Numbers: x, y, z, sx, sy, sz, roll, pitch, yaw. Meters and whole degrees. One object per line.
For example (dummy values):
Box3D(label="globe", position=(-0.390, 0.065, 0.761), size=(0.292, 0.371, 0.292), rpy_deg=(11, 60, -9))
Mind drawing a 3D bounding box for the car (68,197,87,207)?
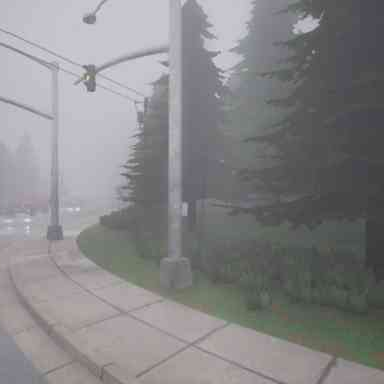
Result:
Box3D(label="car", position=(-17.292, 1.492, 50.338), size=(2.128, 1.511, 4.902), rpy_deg=(0, 0, -5))

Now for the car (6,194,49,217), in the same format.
Box3D(label="car", position=(-15.734, 1.226, 32.214), size=(2.150, 2.045, 5.566), rpy_deg=(0, 0, -5))
